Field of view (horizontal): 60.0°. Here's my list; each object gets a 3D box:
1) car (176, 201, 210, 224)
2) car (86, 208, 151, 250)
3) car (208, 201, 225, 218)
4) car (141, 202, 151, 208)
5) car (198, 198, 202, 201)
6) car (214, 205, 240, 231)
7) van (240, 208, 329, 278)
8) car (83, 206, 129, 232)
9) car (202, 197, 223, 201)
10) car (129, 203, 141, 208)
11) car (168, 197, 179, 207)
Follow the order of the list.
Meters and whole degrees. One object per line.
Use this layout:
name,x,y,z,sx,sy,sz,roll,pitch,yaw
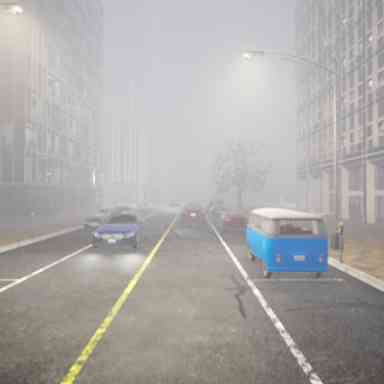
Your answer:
car,0.080,1.743,26.843,2.163,1.488,4.792,0,0,0
car,-3.111,1.665,15.249,1.812,1.442,4.674,0,-1,0
car,2.666,1.856,32.955,1.947,1.339,4.313,0,0,0
car,-5.718,1.862,38.476,1.752,1.417,4.829,0,0,0
car,0.066,1.872,42.747,2.163,1.488,4.792,0,0,0
car,2.675,1.776,21.561,1.802,1.307,4.206,0,0,0
van,2.685,1.434,10.167,1.690,1.788,3.998,0,-1,0
car,-5.705,1.746,21.555,2.008,1.369,4.403,0,-1,0
car,2.663,1.652,38.653,2.192,1.841,5.009,0,0,0
car,-5.709,1.810,27.251,1.947,1.339,4.313,0,0,0
car,-3.048,2.061,61.293,2.033,1.411,5.357,0,0,0
